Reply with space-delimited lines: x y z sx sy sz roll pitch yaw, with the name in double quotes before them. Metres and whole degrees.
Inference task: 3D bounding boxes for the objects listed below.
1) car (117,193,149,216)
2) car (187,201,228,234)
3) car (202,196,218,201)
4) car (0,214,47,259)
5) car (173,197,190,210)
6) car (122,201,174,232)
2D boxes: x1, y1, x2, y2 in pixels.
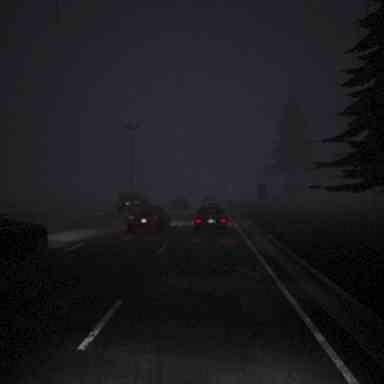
"car" -5.308 1.073 30.829 2.150 2.045 5.566 0 0 3
"car" 1.055 1.471 18.809 2.033 1.411 5.357 0 0 3
"car" 2.315 1.334 42.172 1.837 1.490 4.892 0 1 3
"car" -6.375 1.426 10.489 2.128 1.511 4.902 0 0 3
"car" -1.321 1.304 39.746 1.882 1.535 5.008 0 0 3
"car" -2.414 1.473 19.416 1.994 1.385 4.181 0 0 3
